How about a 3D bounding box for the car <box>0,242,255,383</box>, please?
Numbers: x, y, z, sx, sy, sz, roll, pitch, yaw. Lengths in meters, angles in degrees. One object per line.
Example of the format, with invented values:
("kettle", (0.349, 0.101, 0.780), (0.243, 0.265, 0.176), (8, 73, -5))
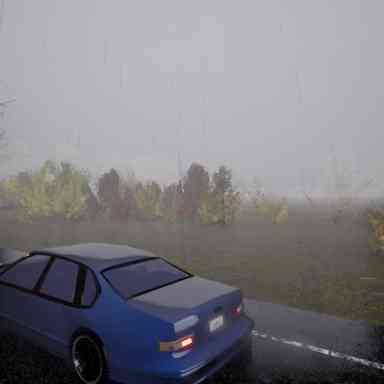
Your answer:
("car", (-1.753, 1.548, 5.273), (5.357, 1.411, 2.033), (0, 0, 36))
